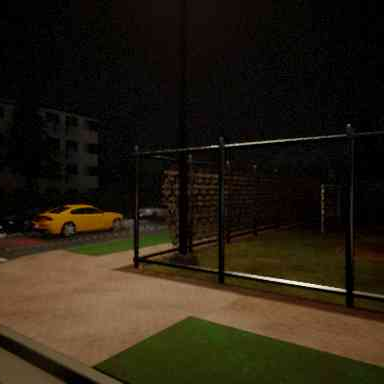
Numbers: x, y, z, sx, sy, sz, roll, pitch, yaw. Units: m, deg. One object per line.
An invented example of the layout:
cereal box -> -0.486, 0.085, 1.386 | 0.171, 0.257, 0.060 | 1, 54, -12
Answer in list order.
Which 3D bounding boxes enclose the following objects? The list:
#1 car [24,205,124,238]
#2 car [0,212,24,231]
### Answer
car -> -5.891, 1.439, 17.807 | 1.882, 1.535, 5.008 | 0, 0, 36
car -> -8.654, 1.504, 19.971 | 2.033, 1.411, 5.357 | 0, 0, 35
